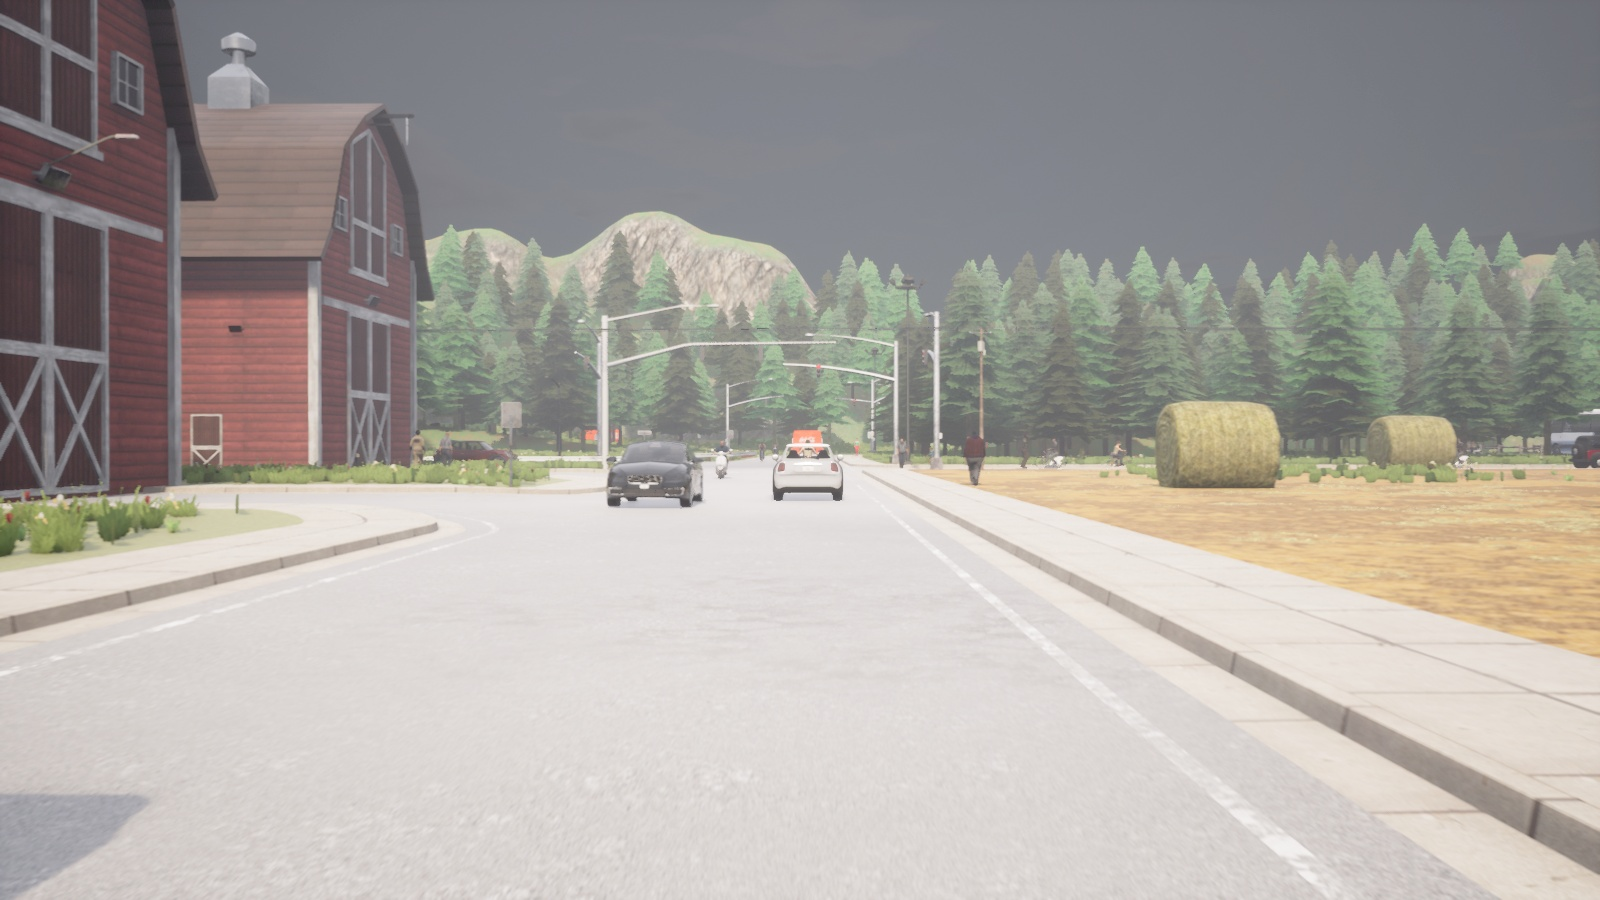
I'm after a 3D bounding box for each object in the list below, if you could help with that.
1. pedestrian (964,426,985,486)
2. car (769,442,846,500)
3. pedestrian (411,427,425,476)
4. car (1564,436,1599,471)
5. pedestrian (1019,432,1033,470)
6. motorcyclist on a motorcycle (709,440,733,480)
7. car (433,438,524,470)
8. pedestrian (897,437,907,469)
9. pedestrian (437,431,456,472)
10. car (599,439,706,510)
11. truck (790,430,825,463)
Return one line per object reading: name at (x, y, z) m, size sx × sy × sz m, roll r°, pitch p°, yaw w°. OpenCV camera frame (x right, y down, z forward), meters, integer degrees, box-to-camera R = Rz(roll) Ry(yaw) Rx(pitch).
pedestrian at (5.436, 0.189, 39.136) m, size 0.634 × 1.844 × 0.899 m, roll 0°, pitch 0°, yaw 7°
car at (0.211, 0.518, 34.064) m, size 1.970 × 1.475 × 3.806 m, roll 0°, pitch 0°, yaw 0°
pedestrian at (-15.038, 0.059, 49.460) m, size 0.396 × 1.930 × 0.692 m, roll 0°, pitch 0°, yaw -5°
car at (44.295, 0.214, 68.670) m, size 3.866 × 1.878 × 1.905 m, roll 1°, pitch 0°, yaw 1°
pedestrian at (11.524, 0.059, 64.151) m, size 0.692 × 1.930 × 0.395 m, roll 0°, pitch 0°, yaw 11°
motorcyclist on a motorcycle at (-3.194, 0.388, 50.941) m, size 0.866 × 1.590 × 1.817 m, roll 1°, pitch 1°, yaw 0°
car at (-17.933, 0.222, 70.151) m, size 4.553 × 1.767 × 2.097 m, roll 0°, pitch 0°, yaw 1°
pedestrian at (5.820, 0.169, 71.495) m, size 0.540 × 1.848 × 0.694 m, roll 0°, pitch 0°, yaw 2°
pedestrian at (-15.698, 0.063, 55.785) m, size 0.540 × 1.848 × 0.694 m, roll 0°, pitch 0°, yaw 14°
car at (-3.316, 0.525, 29.105) m, size 1.837 × 1.490 × 4.892 m, roll 1°, pitch 0°, yaw 0°
truck at (0.571, -0.290, 97.525) m, size 2.627 × 2.467 × 5.204 m, roll 0°, pitch 0°, yaw 0°
